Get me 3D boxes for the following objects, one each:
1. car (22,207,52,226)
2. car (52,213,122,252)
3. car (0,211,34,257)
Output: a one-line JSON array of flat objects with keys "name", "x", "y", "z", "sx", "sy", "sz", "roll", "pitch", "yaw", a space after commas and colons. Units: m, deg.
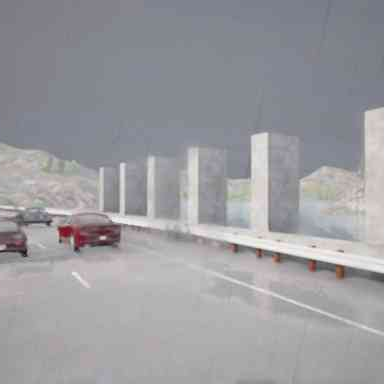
[{"name": "car", "x": -12.371, "y": 1.897, "z": 25.983, "sx": 2.033, "sy": 1.411, "sz": 5.357, "roll": 1, "pitch": -1, "yaw": -37}, {"name": "car", "x": -4.824, "y": 1.685, "z": 15.198, "sx": 1.882, "sy": 1.535, "sz": 5.008, "roll": 1, "pitch": -1, "yaw": -32}, {"name": "car", "x": -7.646, "y": 1.701, "z": 13.119, "sx": 1.812, "sy": 1.442, "sz": 4.674, "roll": 1, "pitch": -1, "yaw": -32}]
